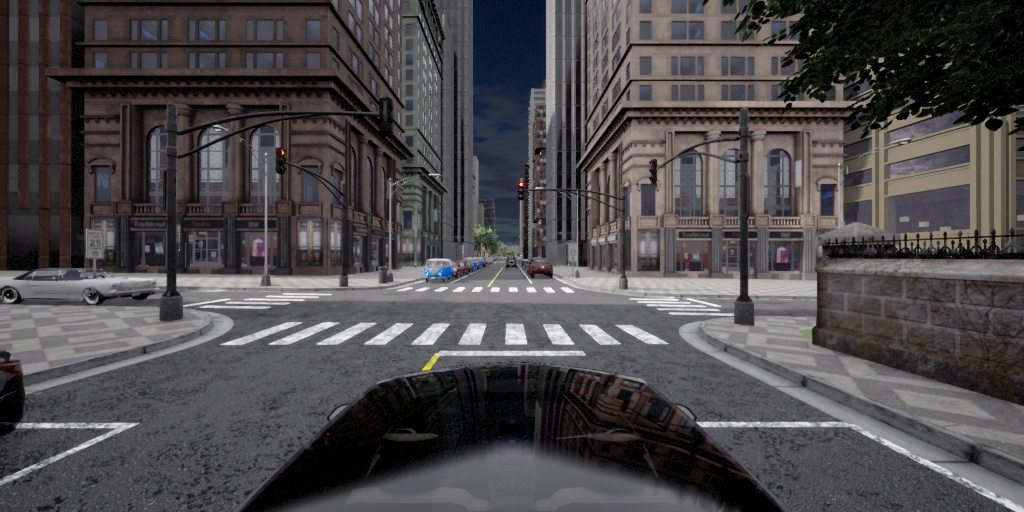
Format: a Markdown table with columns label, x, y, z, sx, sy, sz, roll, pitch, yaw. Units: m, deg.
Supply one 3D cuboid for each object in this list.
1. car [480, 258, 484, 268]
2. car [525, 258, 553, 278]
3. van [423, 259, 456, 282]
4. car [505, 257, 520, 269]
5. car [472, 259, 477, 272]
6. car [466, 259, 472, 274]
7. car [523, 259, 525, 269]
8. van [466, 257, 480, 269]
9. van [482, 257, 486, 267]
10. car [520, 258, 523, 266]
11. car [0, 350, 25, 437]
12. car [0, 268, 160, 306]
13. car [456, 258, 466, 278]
| label | x | y | z | sx | sy | sz | roll | pitch | yaw |
| --- | --- | --- | --- | --- | --- | --- | --- | --- | --- |
| car | -5.866 | 1.347 | 55.649 | 1.888 | 1.381 | 4.507 | 0 | 0 | 0 |
| car | 2.701 | 1.085 | 33.909 | 2.192 | 1.841 | 5.009 | 0 | 0 | 0 |
| van | -5.814 | 1.105 | 28.443 | 1.690 | 1.789 | 3.998 | 0 | 0 | 0 |
| car | -0.058 | 1.312 | 59.099 | 1.837 | 1.490 | 4.892 | 0 | 0 | 1 |
| car | -5.845 | 1.351 | 44.766 | 1.948 | 1.339 | 4.313 | 0 | 0 | 0 |
| car | -5.834 | 1.322 | 39.324 | 1.888 | 1.381 | 4.507 | 0 | 0 | 0 |
| car | 2.691 | 1.092 | 39.350 | 2.192 | 1.841 | 5.009 | 0 | 0 | 0 |
| van | -5.855 | 1.134 | 50.207 | 1.690 | 1.789 | 3.998 | 0 | 0 | 0 |
| van | -5.876 | 1.151 | 61.090 | 1.690 | 1.789 | 3.998 | 0 | 0 | 0 |
| car | 2.660 | 1.352 | 55.672 | 2.007 | 1.370 | 4.403 | 0 | 0 | 0 |
| car | -5.762 | 1.316 | 1.786 | 1.948 | 1.339 | 4.313 | 0 | 0 | 0 |
| car | -16.564 | 1.120 | 13.688 | 4.718 | 1.301 | 1.895 | 1 | 0 | 0 |
| car | -5.824 | 1.210 | 33.884 | 1.967 | 1.591 | 4.097 | 0 | 0 | 0 |
